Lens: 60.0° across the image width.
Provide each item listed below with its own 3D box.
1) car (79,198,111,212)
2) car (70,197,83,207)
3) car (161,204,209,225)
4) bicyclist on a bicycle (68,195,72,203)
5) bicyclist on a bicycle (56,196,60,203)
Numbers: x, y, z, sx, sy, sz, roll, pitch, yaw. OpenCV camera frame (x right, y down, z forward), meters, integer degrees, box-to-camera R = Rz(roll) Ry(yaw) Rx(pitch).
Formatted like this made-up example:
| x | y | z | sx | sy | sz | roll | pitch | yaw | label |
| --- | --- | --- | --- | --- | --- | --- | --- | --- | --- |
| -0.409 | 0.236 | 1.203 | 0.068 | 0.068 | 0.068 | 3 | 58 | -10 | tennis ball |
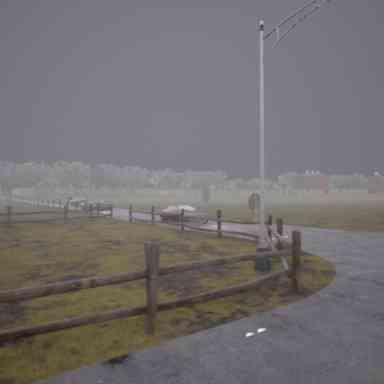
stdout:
| x | y | z | sx | sy | sz | roll | pitch | yaw | label |
| --- | --- | --- | --- | --- | --- | --- | --- | --- | --- |
| -12.108 | 1.784 | 41.241 | 1.994 | 1.385 | 4.181 | -1 | 1 | -35 | car |
| -18.972 | 1.663 | 55.878 | 1.837 | 1.490 | 4.892 | -1 | 1 | -35 | car |
| -0.659 | 1.680 | 24.982 | 1.812 | 1.442 | 4.674 | -1 | 0 | -35 | car |
| -23.206 | 1.502 | 63.185 | 0.659 | 1.776 | 1.843 | -1 | 1 | -35 | bicyclist on a bicycle |
| -28.398 | 1.560 | 70.540 | 0.866 | 1.612 | 1.509 | -1 | 1 | -35 | bicyclist on a bicycle |
